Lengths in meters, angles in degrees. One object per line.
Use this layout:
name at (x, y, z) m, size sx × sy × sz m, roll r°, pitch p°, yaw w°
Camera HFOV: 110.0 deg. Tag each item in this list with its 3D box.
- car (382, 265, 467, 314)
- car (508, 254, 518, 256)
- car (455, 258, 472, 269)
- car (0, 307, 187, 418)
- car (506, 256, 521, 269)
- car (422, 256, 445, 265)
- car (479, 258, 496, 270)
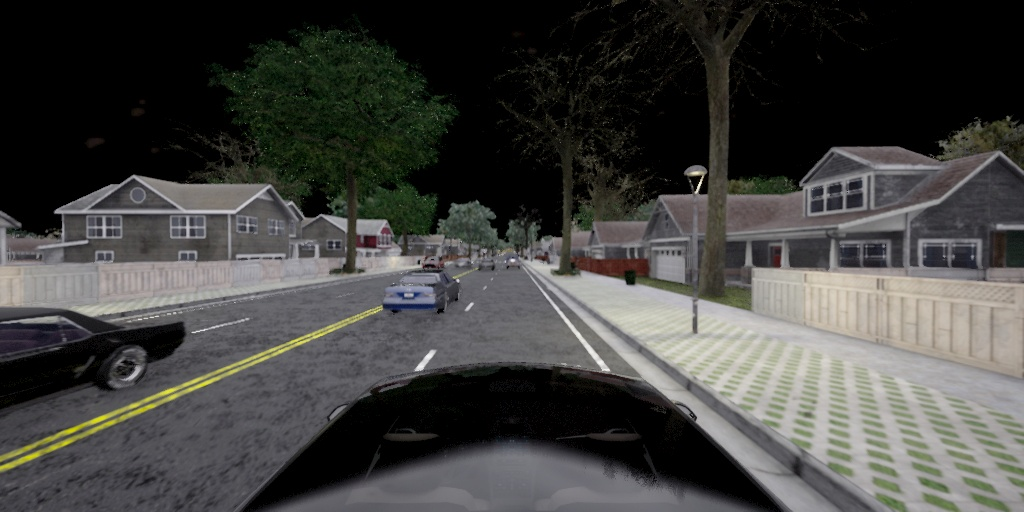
car at (-3.132, 1.223, 13.408) m, size 2.033 × 1.411 × 5.357 m, roll 0°, pitch 0°, yaw 0°
car at (0.099, 0.604, 62.891) m, size 2.150 × 2.045 × 5.566 m, roll 0°, pitch 0°, yaw 0°
car at (-6.513, 0.961, 48.190) m, size 2.128 × 1.511 × 4.902 m, roll 0°, pitch 0°, yaw 0°
car at (-6.599, 1.336, 3.961) m, size 1.895 × 1.301 × 4.718 m, roll 0°, pitch 0°, yaw 0°
car at (0.171, 1.016, 48.426) m, size 2.033 × 1.411 × 5.357 m, roll 0°, pitch 0°, yaw 1°
car at (-9.772, 0.841, 44.840) m, size 2.097 × 1.767 × 4.553 m, roll 0°, pitch 0°, yaw 0°
car at (-3.081, 0.982, 44.744) m, size 2.128 × 1.511 × 4.902 m, roll 0°, pitch 0°, yaw 0°
